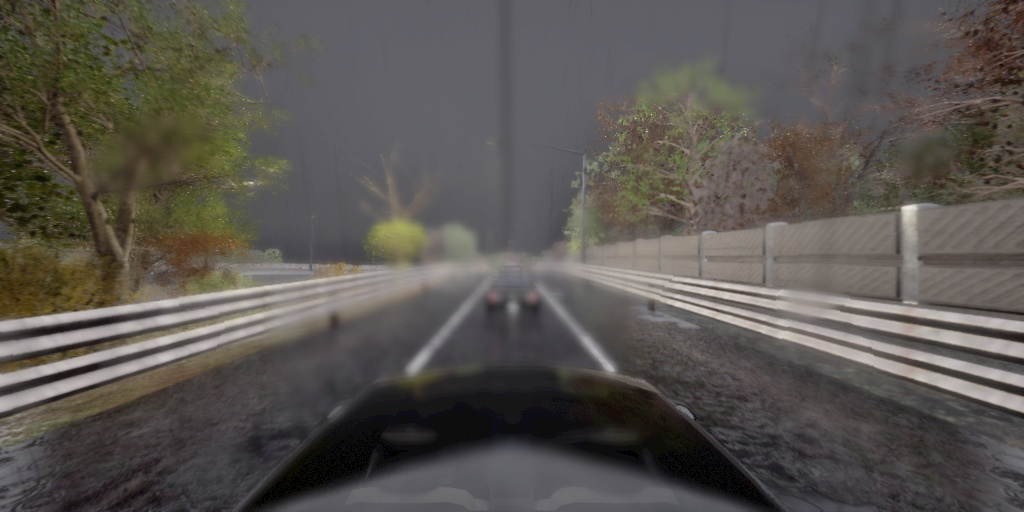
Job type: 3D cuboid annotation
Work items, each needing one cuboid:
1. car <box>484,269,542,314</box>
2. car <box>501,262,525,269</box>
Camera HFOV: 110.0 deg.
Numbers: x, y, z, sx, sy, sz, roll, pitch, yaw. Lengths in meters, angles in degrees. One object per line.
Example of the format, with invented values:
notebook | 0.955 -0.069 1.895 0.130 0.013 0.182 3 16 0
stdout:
car | 0.058 1.335 13.679 1.895 1.301 4.718 0 0 0
car | 0.081 1.236 30.194 2.128 1.511 4.902 0 0 1
